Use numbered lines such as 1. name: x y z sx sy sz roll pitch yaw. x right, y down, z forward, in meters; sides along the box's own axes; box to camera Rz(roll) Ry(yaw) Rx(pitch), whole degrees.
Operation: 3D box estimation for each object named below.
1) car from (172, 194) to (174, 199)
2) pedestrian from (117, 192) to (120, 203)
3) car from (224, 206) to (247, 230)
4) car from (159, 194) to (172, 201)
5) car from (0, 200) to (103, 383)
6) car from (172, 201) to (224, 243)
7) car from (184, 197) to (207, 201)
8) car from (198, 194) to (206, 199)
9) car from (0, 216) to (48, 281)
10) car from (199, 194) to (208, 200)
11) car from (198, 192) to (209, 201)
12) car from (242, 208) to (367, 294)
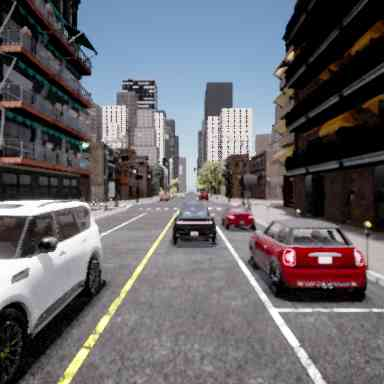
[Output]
1. car: -5.693 1.221 74.745 1.947 1.339 4.313 0 0 0
2. pedestrian: -12.514 1.012 56.479 0.375 1.860 0.375 0 1 0
3. car: 2.692 1.476 19.994 1.802 1.307 4.206 0 0 0
4. car: -5.781 1.220 69.223 1.887 1.381 4.507 0 0 0
5. car: -3.101 1.190 5.441 2.150 2.045 5.566 0 0 0
6. car: 0.099 1.408 15.460 2.128 1.511 4.902 0 0 0
7. car: 0.099 1.406 30.821 1.994 1.385 4.181 0 0 0
8. car: 2.686 1.163 91.322 1.947 1.339 4.313 0 0 0
9. car: -5.688 1.496 8.663 1.887 1.381 4.507 0 0 0
10. car: 2.686 1.201 80.271 1.947 1.339 4.313 0 0 0
11. car: 2.687 0.971 74.745 2.192 1.841 5.009 0 0 0
12. car: 2.693 1.392 8.663 1.967 1.590 4.097 0 0 0
